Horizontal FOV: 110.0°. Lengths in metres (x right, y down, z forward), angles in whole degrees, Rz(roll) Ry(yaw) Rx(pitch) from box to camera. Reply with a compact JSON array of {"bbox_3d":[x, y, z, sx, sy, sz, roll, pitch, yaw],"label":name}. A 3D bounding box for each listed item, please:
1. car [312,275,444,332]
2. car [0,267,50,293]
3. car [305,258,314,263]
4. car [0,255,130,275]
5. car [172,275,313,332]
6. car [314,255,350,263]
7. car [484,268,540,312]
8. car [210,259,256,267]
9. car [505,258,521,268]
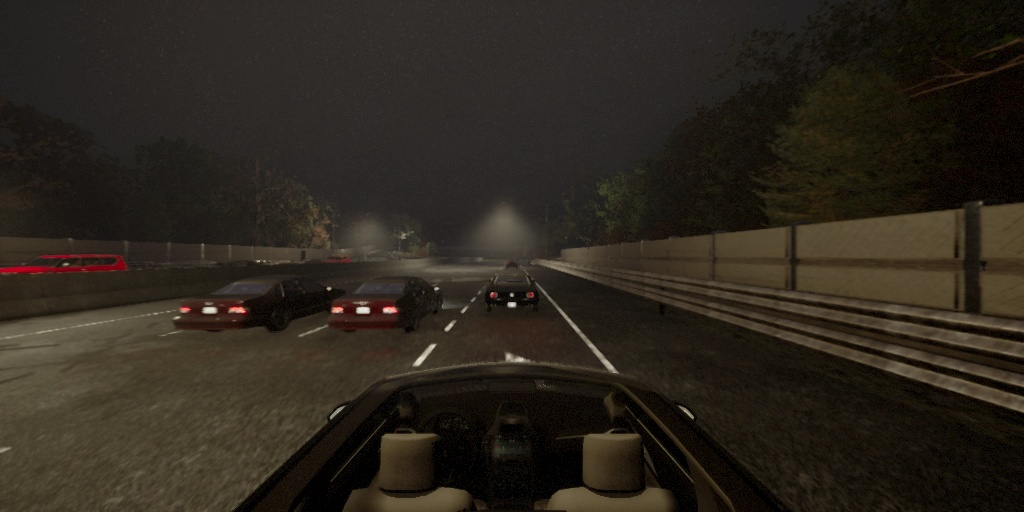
[{"bbox_3d":[-3.399,1.280,10.702,2.033,1.411,5.357,0,0,0],"label":"car"},{"bbox_3d":[-28.091,1.324,18.717,1.895,1.301,4.718,0,0,0],"label":"car"},{"bbox_3d":[-28.008,1.076,51.572,2.097,1.767,4.553,0,0,0],"label":"car"},{"bbox_3d":[-24.591,0.944,19.697,2.150,2.045,5.566,0,0,0],"label":"car"},{"bbox_3d":[-6.898,1.281,10.696,2.033,1.411,5.357,0,0,0],"label":"car"},{"bbox_3d":[-24.504,0.929,49.804,2.150,2.045,5.566,0,1,0],"label":"car"},{"bbox_3d":[0.003,1.328,14.160,1.895,1.301,4.718,0,0,0],"label":"car"},{"bbox_3d":[-21.080,1.067,26.742,2.097,1.767,4.553,0,0,0],"label":"car"},{"bbox_3d":[0.010,1.249,56.784,1.812,1.442,4.674,0,0,0],"label":"car"}]
